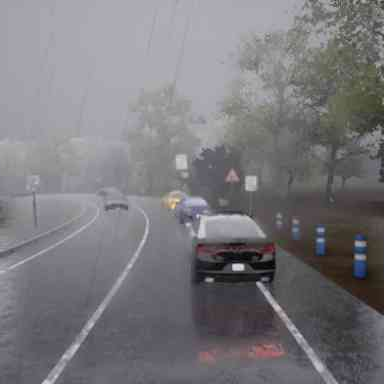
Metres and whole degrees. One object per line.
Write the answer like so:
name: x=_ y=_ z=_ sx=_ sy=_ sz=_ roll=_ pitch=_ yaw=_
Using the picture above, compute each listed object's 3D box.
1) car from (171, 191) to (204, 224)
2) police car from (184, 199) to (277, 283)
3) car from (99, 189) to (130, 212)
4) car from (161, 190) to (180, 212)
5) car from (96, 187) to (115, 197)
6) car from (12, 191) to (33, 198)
car: x=0.020 y=0.953 z=19.479 sx=1.812 sy=1.442 sz=4.674 roll=-1 pitch=3 yaw=-8
police car: x=0.858 y=1.249 z=9.308 sx=1.930 sy=1.638 sz=5.238 roll=0 pitch=2 yaw=-2
car: x=-6.255 y=0.750 z=27.192 sx=2.033 sy=1.411 sz=5.357 roll=-2 pitch=2 yaw=-16
car: x=-1.240 y=0.609 z=25.806 sx=1.801 sy=1.575 sz=5.366 roll=-2 pitch=3 yaw=-14
car: x=-11.775 y=0.018 z=46.539 sx=2.033 sy=1.411 sz=5.357 roll=-5 pitch=4 yaw=-34
car: x=-30.789 y=0.425 z=60.720 sx=4.718 sy=1.301 sz=1.895 roll=-2 pitch=5 yaw=34
